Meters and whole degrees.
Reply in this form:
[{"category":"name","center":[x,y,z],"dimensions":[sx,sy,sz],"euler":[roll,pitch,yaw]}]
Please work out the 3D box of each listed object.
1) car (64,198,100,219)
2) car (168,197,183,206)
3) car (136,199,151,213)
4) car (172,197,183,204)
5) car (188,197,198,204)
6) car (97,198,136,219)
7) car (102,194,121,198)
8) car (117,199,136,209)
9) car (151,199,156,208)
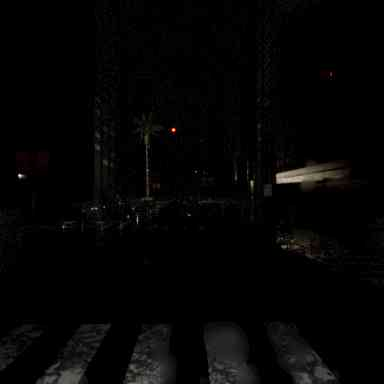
[{"category":"car","center":[-9.795,1.542,29.837],"dimensions":[1.882,1.535,5.008],"euler":[0,0,0]},{"category":"car","center":[-3.046,1.704,59.490],"dimensions":[1.812,1.442,4.674],"euler":[0,0,0]},{"category":"car","center":[-6.531,1.585,39.041],"dimensions":[2.128,1.511,4.902],"euler":[0,0,0]},{"category":"car","center":[-3.023,1.788,69.784],"dimensions":[1.994,1.385,4.181],"euler":[0,0,0]},{"category":"car","center":[0.227,1.788,69.803],"dimensions":[1.994,1.385,4.181],"euler":[0,0,0]},{"category":"car","center":[-6.549,1.542,29.573],"dimensions":[1.882,1.535,5.008],"euler":[0,0,0]},{"category":"car","center":[-9.783,1.318,39.783],"dimensions":[2.150,2.045,5.566],"euler":[0,0,0]},{"category":"car","center":[-9.748,1.699,49.744],"dimensions":[1.994,1.385,4.181],"euler":[0,0,0]},{"category":"car","center":[-6.504,1.733,48.929],"dimensions":[1.895,1.301,4.718],"euler":[0,0,0]}]
